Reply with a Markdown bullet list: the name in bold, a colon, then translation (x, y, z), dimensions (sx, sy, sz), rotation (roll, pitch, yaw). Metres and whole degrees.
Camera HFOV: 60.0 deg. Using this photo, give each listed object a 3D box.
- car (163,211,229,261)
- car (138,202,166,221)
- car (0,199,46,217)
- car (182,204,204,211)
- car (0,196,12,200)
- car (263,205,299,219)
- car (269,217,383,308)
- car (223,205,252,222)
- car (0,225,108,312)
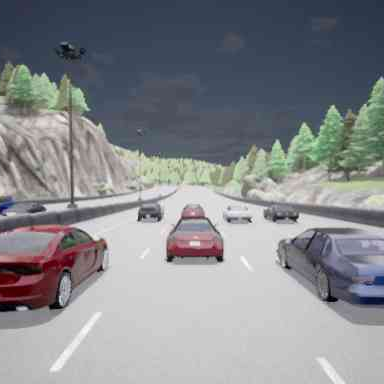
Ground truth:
- **car**: translation (0.099, 1.620, 12.585), dimensions (1.994, 1.385, 4.181), rotation (0, 0, 0)
- **car**: translation (-3.402, 1.630, 28.158), dimensions (1.837, 1.490, 4.892), rotation (0, 0, 0)
- **car**: translation (-14.096, 1.617, 28.212), dimensions (2.128, 1.511, 4.902), rotation (0, 0, 0)
- **car**: translation (0.098, 1.691, 28.617), dimensions (1.994, 1.385, 4.181), rotation (0, 0, 0)
- **car**: translation (-17.596, 1.351, 28.916), dimensions (2.150, 2.045, 5.566), rotation (0, 0, 0)
- **car**: translation (7.099, 1.721, 27.094), dimensions (1.895, 1.301, 4.718), rotation (0, 0, 0)
- **car**: translation (3.599, 1.584, 8.233), dimensions (2.033, 1.411, 5.357), rotation (0, 0, 0)
- **car**: translation (3.599, 1.721, 27.103), dimensions (1.895, 1.301, 4.718), rotation (0, 0, 0)
- **car**: translation (-3.401, 1.513, 7.905), dimensions (1.882, 1.535, 5.008), rotation (0, 0, 0)
